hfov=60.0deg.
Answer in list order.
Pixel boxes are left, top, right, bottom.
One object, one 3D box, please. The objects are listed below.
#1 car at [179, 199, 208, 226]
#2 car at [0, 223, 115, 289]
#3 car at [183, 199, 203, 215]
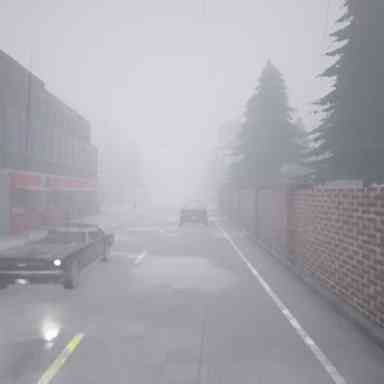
[{"bbox_3d":[0.100,1.430,22.999,1.882,1.535,5.008,0,0,0],"label":"car"},{"bbox_3d":[-3.586,1.582,9.240,1.895,1.301,4.718,0,0,0],"label":"car"},{"bbox_3d":[0.096,1.476,34.990,2.033,1.411,5.357,0,0,0],"label":"car"}]
